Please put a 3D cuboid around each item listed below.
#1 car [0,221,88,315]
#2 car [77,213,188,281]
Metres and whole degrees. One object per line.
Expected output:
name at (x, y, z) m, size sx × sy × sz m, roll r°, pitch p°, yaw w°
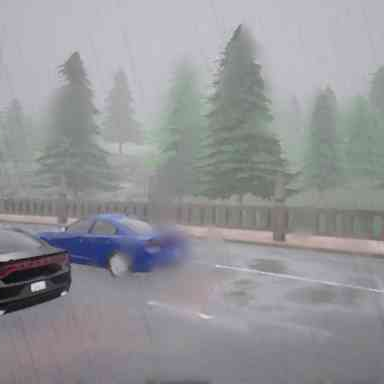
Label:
car at (-4.635, 1.370, 6.774) m, size 5.008 × 1.535 × 1.882 m, roll 1°, pitch 1°, yaw 32°
car at (-2.491, 1.356, 9.553) m, size 5.008 × 1.535 × 1.882 m, roll 1°, pitch 1°, yaw 32°
